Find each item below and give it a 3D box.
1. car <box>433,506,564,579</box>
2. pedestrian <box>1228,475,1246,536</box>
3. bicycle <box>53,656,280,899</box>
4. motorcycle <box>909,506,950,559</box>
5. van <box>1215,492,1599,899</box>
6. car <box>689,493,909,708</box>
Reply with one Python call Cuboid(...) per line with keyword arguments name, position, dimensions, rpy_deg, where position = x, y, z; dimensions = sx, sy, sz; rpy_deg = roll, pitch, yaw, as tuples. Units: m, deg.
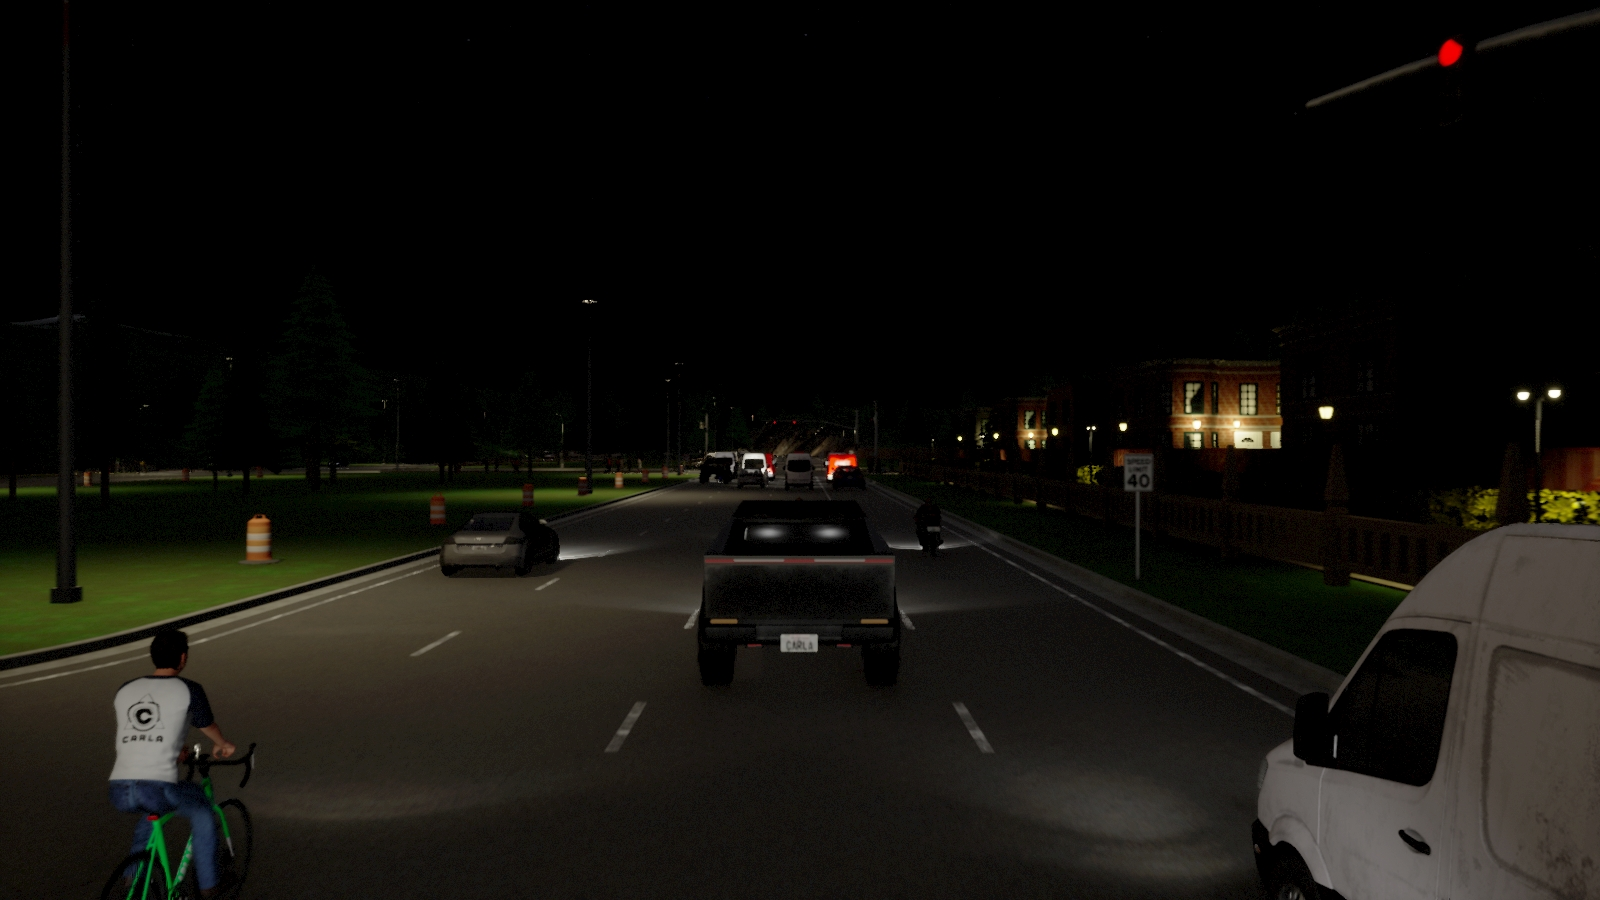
Cuboid(name="car", position=(-7.017, 2.115, 27.004), dimensions=(1.994, 1.385, 4.181), rpy_deg=(0, 0, 0))
Cuboid(name="pedestrian", position=(13.338, 1.696, 34.884), dimensions=(0.375, 1.860, 0.375), rpy_deg=(0, 0, -2))
Cuboid(name="bicycle", position=(-3.502, 2.055, 6.460), dimensions=(0.373, 1.496, 1.643), rpy_deg=(0, 0, 0))
Cuboid(name="motorcycle", position=(3.480, 2.200, 30.840), dimensions=(0.867, 1.251, 2.209), rpy_deg=(0, 0, 0))
Cuboid(name="van", position=(3.495, 1.533, 3.919), dimensions=(1.988, 2.561, 5.915), rpy_deg=(0, 0, 0))
Cuboid(name="car", position=(-0.009, 1.751, 15.549), dimensions=(2.390, 2.098, 6.274), rpy_deg=(0, 0, 0))
